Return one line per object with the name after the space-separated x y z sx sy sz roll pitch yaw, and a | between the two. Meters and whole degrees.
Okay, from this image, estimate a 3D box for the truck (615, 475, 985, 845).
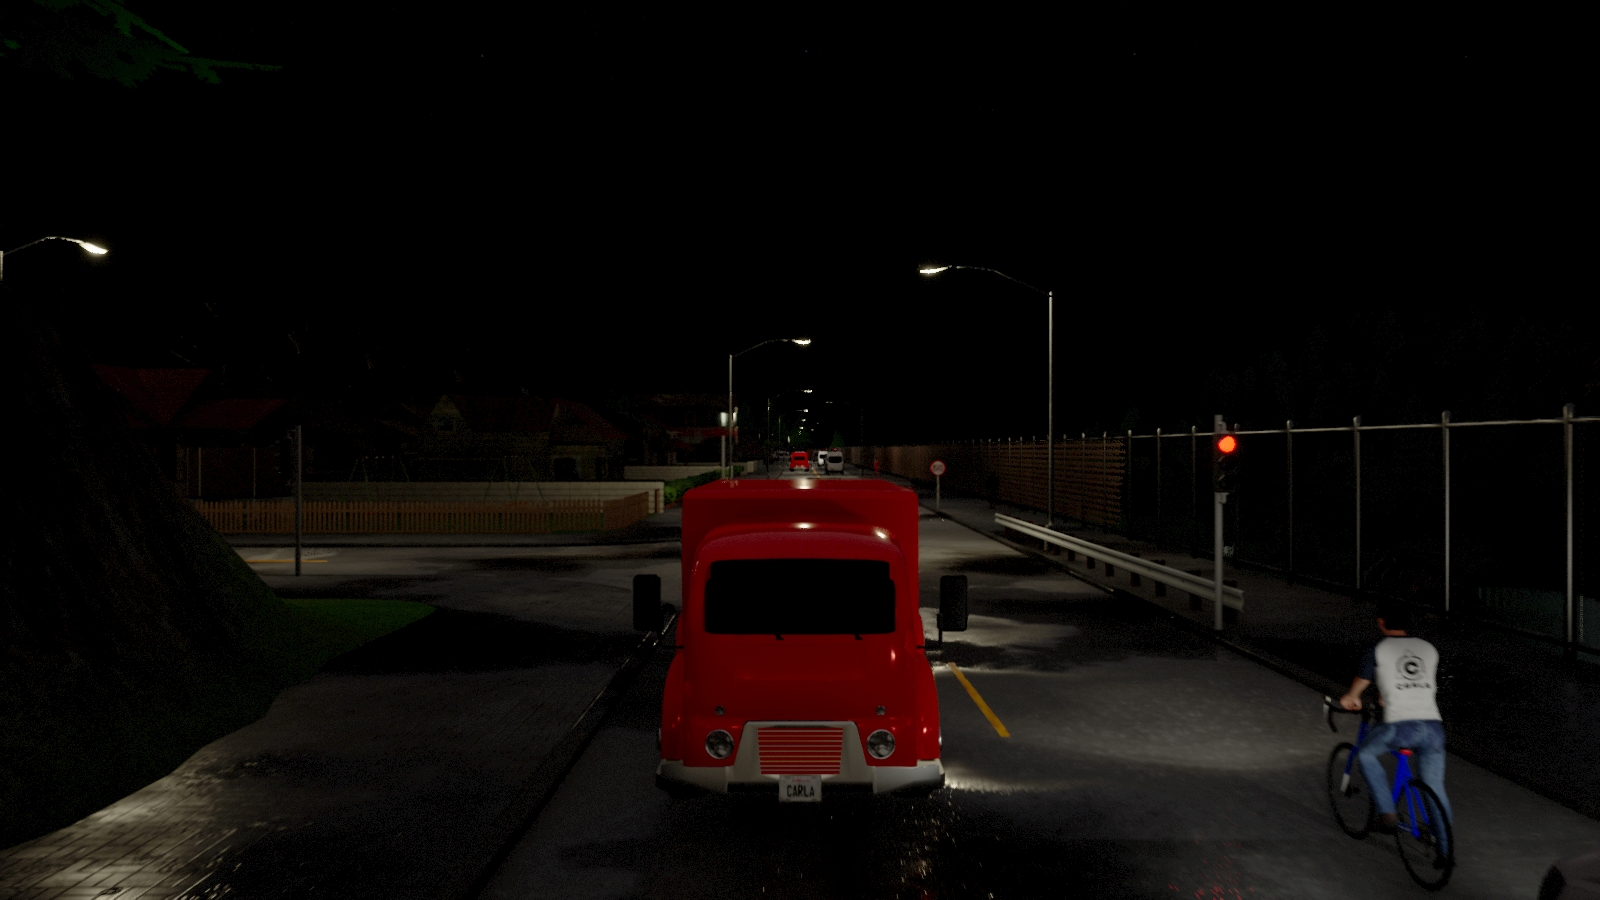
-0.001 1.557 10.737 2.627 2.467 5.204 0 1 0 | truck

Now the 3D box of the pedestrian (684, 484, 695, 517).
-4.458 2.018 46.009 0.375 1.300 0.375 0 0 10 | pedestrian

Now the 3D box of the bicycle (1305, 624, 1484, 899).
3.993 2.054 7.803 0.373 1.496 1.643 0 0 0 | bicycle

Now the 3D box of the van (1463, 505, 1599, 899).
4.003 1.534 2.221 1.988 2.561 5.915 0 0 0 | van
